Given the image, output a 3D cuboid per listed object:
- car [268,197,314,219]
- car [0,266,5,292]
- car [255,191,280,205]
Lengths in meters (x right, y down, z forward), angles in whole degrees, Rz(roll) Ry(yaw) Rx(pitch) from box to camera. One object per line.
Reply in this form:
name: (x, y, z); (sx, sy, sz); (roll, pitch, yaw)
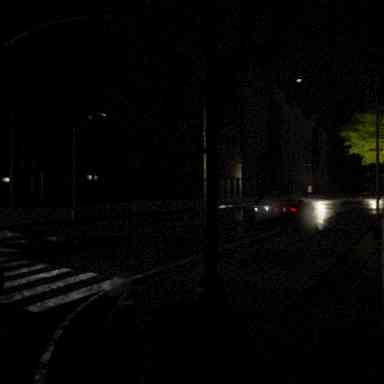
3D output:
car: (8.063, 1.312, 26.098); (2.033, 1.411, 5.357); (0, 0, 33)
car: (-5.818, 1.271, 4.726); (2.150, 2.045, 5.566); (0, 0, 33)
car: (11.164, 0.873, 48.781); (2.150, 2.045, 5.566); (0, 0, 33)
